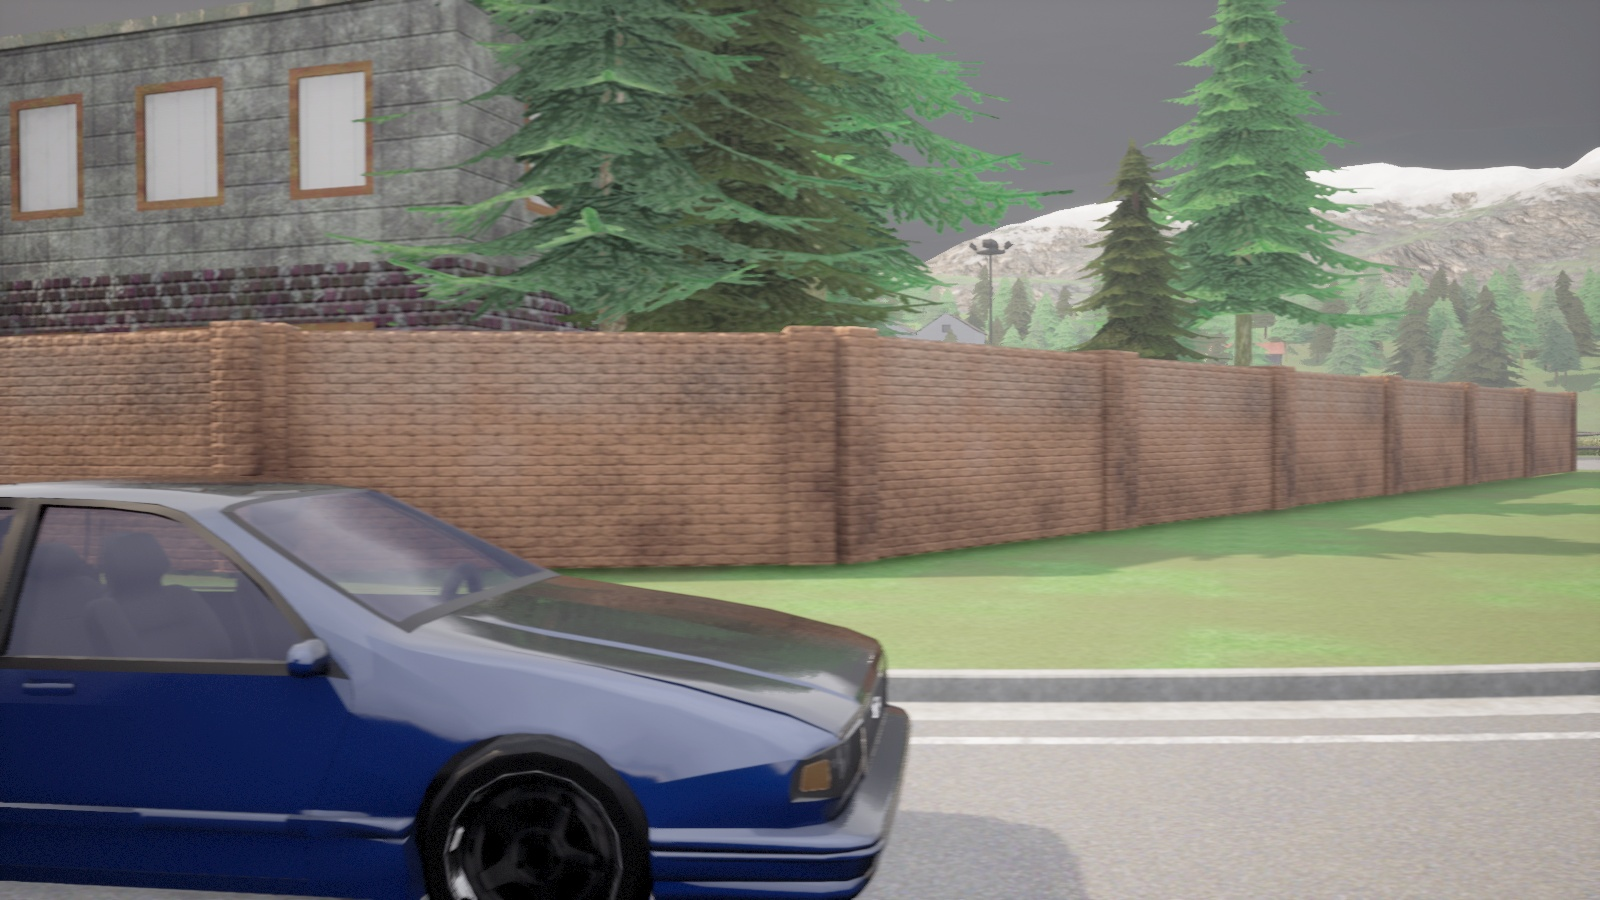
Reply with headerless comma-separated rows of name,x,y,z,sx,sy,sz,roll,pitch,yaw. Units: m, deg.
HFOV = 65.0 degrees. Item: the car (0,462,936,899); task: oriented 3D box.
car,-2.215,0.790,4.712,5.357,1.411,2.033,0,1,8
